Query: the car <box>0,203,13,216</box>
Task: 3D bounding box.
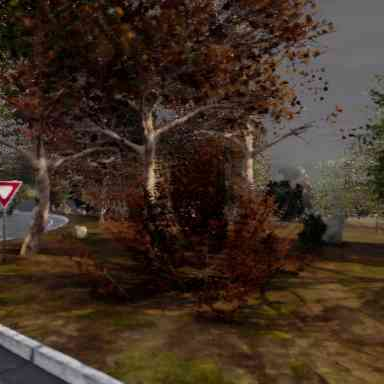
[{"bbox_3d":[-18.322,1.462,30.541,4.902,1.511,2.128,0,0,37],"label":"car"}]
